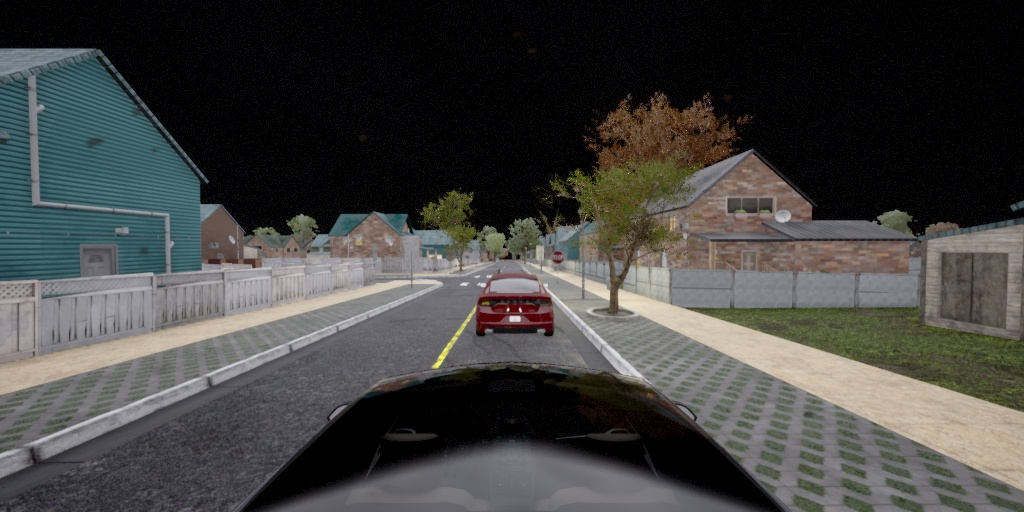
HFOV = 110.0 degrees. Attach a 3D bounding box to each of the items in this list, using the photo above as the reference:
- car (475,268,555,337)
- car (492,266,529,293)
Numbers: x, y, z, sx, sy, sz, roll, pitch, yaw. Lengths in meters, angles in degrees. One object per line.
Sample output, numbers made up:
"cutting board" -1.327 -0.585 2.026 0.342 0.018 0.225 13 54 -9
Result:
"car" 0.071 1.224 10.314 1.882 1.535 5.008 0 0 0
"car" -0.202 1.347 21.590 1.895 1.301 4.718 0 0 -5
